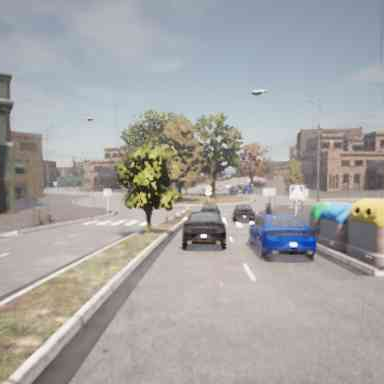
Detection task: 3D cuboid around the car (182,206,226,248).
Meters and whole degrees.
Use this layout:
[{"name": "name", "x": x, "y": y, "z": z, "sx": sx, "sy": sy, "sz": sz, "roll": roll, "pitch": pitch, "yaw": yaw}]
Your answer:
[{"name": "car", "x": 0.603, "y": 1.651, "z": 15.832, "sx": 1.882, "sy": 1.535, "sz": 5.008, "roll": 0, "pitch": -1, "yaw": 3}]

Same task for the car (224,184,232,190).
[{"name": "car", "x": 9.791, "y": -1.478, "z": 89.764, "sx": 1.895, "sy": 1.301, "sz": 4.718, "roll": 0, "pitch": 5, "yaw": 8}]

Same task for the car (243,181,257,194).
[{"name": "car", "x": 12.372, "y": -0.764, "z": 75.120, "sx": 2.150, "sy": 2.045, "sz": 5.566, "roll": 0, "pitch": 4, "yaw": -1}]

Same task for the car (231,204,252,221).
[{"name": "car", "x": 4.692, "y": 1.873, "z": 30.682, "sx": 1.837, "sy": 1.490, "sz": 4.892, "roll": 0, "pitch": 0, "yaw": 5}]

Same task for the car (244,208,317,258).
[{"name": "car", "x": 3.489, "y": 1.636, "z": 13.567, "sx": 1.882, "sy": 1.535, "sz": 5.008, "roll": 0, "pitch": -1, "yaw": 2}]

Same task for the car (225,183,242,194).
[{"name": "car", "x": 9.368, "y": -0.628, "z": 75.016, "sx": 2.097, "sy": 1.767, "sz": 4.553, "roll": 0, "pitch": 4, "yaw": -1}]

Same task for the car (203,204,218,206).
[{"name": "car", "x": 1.711, "y": 1.856, "z": 31.017, "sx": 1.837, "sy": 1.490, "sz": 4.892, "roll": 0, "pitch": 0, "yaw": 5}]

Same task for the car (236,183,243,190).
[{"name": "car", "x": 12.775, "y": -1.552, "z": 89.461, "sx": 1.837, "sy": 1.490, "sz": 4.892, "roll": 0, "pitch": 5, "yaw": 8}]
